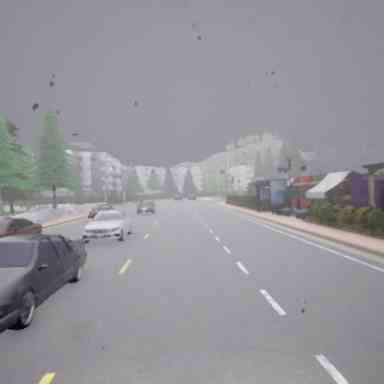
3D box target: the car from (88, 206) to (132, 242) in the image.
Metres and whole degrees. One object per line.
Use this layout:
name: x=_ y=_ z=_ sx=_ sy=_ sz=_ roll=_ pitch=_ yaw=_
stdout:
car: x=-4.249 y=1.687 z=17.296 sx=1.812 sy=1.442 sz=4.674 roll=-2 pitch=0 yaw=-2

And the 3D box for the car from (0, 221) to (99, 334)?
car: x=-3.816 y=1.691 z=7.388 sx=2.033 sy=1.411 sz=5.357 roll=-2 pitch=0 yaw=-3

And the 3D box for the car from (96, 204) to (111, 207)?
car: x=-8.360 y=1.882 z=31.482 sx=1.994 sy=1.385 sz=4.181 roll=-2 pitch=0 yaw=-2

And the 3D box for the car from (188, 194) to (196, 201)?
car: x=-0.017 y=1.357 z=84.158 sx=1.882 sy=1.535 sz=5.008 roll=-2 pitch=0 yaw=-4

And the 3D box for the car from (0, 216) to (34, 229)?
car: x=-7.569 y=1.765 z=13.009 sx=1.882 sy=1.535 sz=5.008 roll=-2 pitch=0 yaw=-3

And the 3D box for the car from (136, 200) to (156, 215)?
car: x=-5.077 y=1.686 z=37.290 sx=2.128 sy=1.511 sz=4.902 roll=-2 pitch=0 yaw=-2

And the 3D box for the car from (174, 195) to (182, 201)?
car: x=-3.511 y=1.516 z=84.002 sx=1.837 sy=1.490 sz=4.892 roll=-2 pitch=0 yaw=-4
